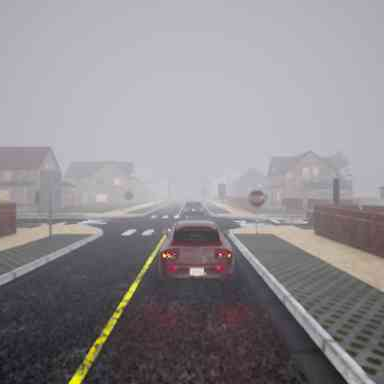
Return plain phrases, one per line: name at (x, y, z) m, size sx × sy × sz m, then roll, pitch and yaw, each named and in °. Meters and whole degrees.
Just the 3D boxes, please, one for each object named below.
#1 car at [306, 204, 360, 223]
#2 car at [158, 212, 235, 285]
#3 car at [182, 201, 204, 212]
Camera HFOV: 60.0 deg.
car at (11.102, 1.620, 25.888) m, size 4.181 × 1.385 × 1.994 m, roll 0°, pitch 0°, yaw 0°
car at (0.106, 1.517, 9.338) m, size 1.812 × 1.442 × 4.674 m, roll 0°, pitch 0°, yaw 0°
car at (0.117, 1.541, 29.512) m, size 2.033 × 1.411 × 5.357 m, roll 0°, pitch 0°, yaw 0°
